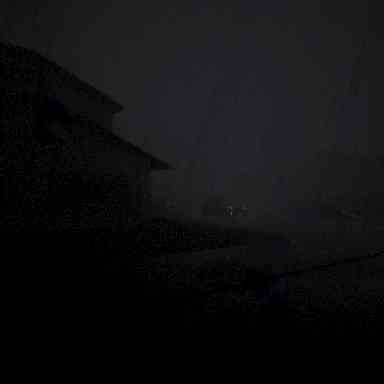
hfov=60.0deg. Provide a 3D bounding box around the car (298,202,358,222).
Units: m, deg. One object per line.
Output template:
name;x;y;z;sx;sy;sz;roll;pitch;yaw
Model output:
car;10.552;1.526;26.152;1.812;1.442;4.674;0;0;-34

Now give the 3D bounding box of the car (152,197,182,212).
car;-3.047;1.352;38.484;2.097;1.767;4.553;0;0;-35

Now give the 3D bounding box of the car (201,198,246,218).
car;2.796;1.352;30.209;2.097;1.767;4.553;0;0;-36
